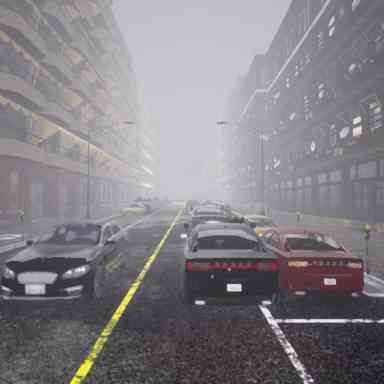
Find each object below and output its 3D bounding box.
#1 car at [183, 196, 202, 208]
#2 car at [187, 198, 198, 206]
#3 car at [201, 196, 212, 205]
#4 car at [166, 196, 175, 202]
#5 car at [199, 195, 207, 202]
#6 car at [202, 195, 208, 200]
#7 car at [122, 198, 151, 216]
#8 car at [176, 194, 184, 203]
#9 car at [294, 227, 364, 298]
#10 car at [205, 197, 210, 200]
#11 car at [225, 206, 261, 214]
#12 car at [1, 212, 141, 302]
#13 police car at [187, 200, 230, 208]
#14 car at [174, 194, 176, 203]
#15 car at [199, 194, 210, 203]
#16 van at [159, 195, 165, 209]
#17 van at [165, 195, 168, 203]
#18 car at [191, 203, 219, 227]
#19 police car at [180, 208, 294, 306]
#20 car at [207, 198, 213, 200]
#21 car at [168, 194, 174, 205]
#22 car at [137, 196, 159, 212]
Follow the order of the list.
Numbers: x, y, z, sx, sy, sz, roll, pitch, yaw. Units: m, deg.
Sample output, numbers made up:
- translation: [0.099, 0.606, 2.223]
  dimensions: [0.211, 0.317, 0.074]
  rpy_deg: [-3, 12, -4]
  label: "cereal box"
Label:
- translation: [0.100, 1.582, 45.588]
  dimensions: [1.837, 1.490, 4.892]
  rpy_deg: [0, 0, 0]
  label: "car"
- translation: [0.122, 1.725, 59.726]
  dimensions: [1.895, 1.301, 4.718]
  rpy_deg: [0, 0, 0]
  label: "car"
- translation: [2.723, 1.579, 63.780]
  dimensions: [1.967, 1.590, 4.097]
  rpy_deg: [1, 0, 0]
  label: "car"
- translation: [-5.134, 1.774, 80.449]
  dimensions: [1.947, 1.339, 4.313]
  rpy_deg: [1, 0, 0]
  label: "car"
- translation: [2.726, 1.675, 85.905]
  dimensions: [1.967, 1.590, 4.097]
  rpy_deg: [1, 0, 0]
  label: "car"
- translation: [2.691, 1.644, 52.718]
  dimensions: [1.887, 1.381, 4.507]
  rpy_deg: [1, 0, 0]
  label: "car"
- translation: [-5.233, 1.568, 30.504]
  dimensions: [1.752, 1.417, 4.829]
  rpy_deg: [2, 0, 0]
  label: "car"
- translation: [-2.600, 1.531, 74.003]
  dimensions: [2.097, 1.767, 4.553]
  rpy_deg: [0, 0, 0]
  label: "car"
- translation: [2.602, 1.551, 8.472]
  dimensions: [1.887, 1.381, 4.507]
  rpy_deg: [1, 0, 0]
  label: "car"
- translation: [2.657, 1.605, 36.126]
  dimensions: [2.008, 1.369, 4.403]
  rpy_deg: [1, 0, 0]
  label: "car"
- translation: [2.614, 1.538, 14.174]
  dimensions: [1.752, 1.417, 4.829]
  rpy_deg: [1, 0, 0]
  label: "car"
- translation: [-2.832, 1.498, 8.465]
  dimensions: [2.128, 1.511, 4.902]
  rpy_deg: [0, 0, 0]
  label: "car"
- translation: [0.862, 1.444, 18.255]
  dimensions: [1.930, 1.638, 5.238]
  rpy_deg: [0, 0, 0]
  label: "police car"
- translation: [-5.150, 1.476, 69.387]
  dimensions: [2.192, 1.841, 5.009]
  rpy_deg: [1, 0, 0]
  label: "car"
- translation: [2.707, 1.498, 74.842]
  dimensions: [2.192, 1.841, 5.009]
  rpy_deg: [1, 0, 0]
  label: "car"
- translation: [-5.195, 1.423, 47.264]
  dimensions: [1.690, 1.788, 3.998]
  rpy_deg: [2, 0, 0]
  label: "van"
- translation: [-5.184, 1.441, 52.796]
  dimensions: [1.690, 1.788, 3.998]
  rpy_deg: [1, 0, 0]
  label: "van"
- translation: [0.874, 1.555, 24.148]
  dimensions: [1.812, 1.442, 4.674]
  rpy_deg: [0, 0, 0]
  label: "car"
- translation: [0.729, 1.431, 8.254]
  dimensions: [1.930, 1.638, 5.238]
  rpy_deg: [0, 0, 0]
  label: "police car"
- translation: [2.646, 1.587, 30.595]
  dimensions: [1.887, 1.381, 4.507]
  rpy_deg: [1, 0, 0]
  label: "car"
- translation: [-5.161, 1.455, 63.857]
  dimensions: [2.192, 1.841, 5.009]
  rpy_deg: [1, 0, 0]
  label: "car"
- translation: [-5.216, 1.369, 36.206]
  dimensions: [2.192, 1.841, 5.009]
  rpy_deg: [2, 0, 0]
  label: "car"
